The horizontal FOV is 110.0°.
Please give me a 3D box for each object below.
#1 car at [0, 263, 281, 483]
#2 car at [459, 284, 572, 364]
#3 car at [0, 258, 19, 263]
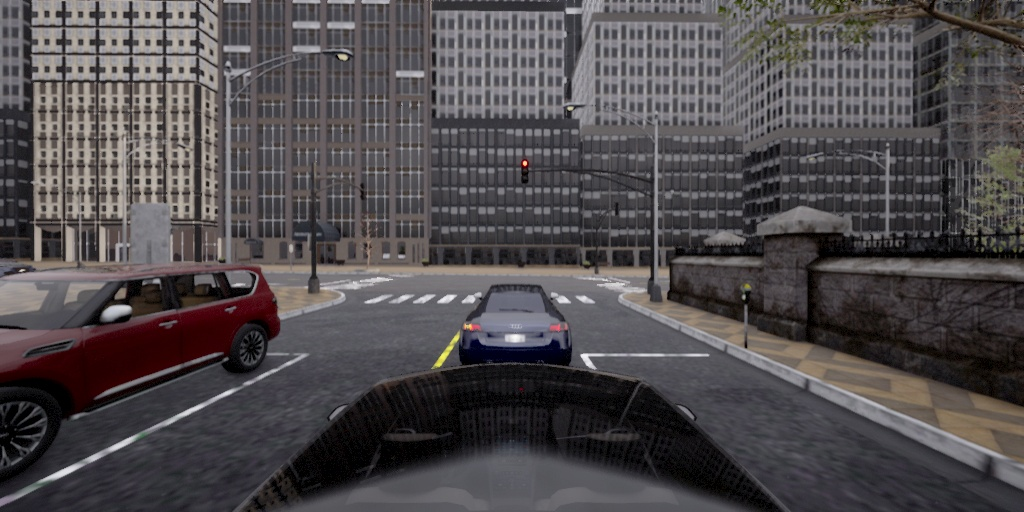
[{"bbox_3d":[-5.364,1.049,4.751,2.192,1.841,5.009,0,0,0],"label":"car"},{"bbox_3d":[0.088,1.282,7.766,1.994,1.385,4.181,0,0,1],"label":"car"},{"bbox_3d":[-34.917,0.776,24.090,4.181,1.385,1.994,1,0,-1],"label":"car"}]
